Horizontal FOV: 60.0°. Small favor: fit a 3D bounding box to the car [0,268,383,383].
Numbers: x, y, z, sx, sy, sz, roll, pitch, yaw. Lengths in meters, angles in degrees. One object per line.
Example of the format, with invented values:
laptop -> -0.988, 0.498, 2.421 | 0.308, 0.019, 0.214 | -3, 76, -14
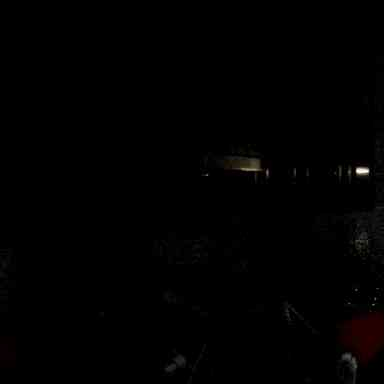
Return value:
car -> -0.096, 1.601, 3.312 | 4.718, 1.301, 1.895 | 0, 0, -36
